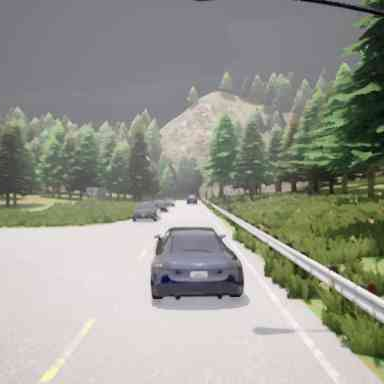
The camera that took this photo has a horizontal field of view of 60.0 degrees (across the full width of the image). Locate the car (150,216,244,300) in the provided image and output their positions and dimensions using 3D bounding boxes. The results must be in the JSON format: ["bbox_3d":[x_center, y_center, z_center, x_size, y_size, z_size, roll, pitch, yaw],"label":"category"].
[{"bbox_3d":[-0.028,1.555,8.453,1.994,1.385,4.181,0,0,-5],"label":"car"}]

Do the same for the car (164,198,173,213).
[{"bbox_3d":[-3.598,1.549,37.312,2.033,1.411,5.357,0,0,0],"label":"car"}]

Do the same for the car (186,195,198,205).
[{"bbox_3d":[-0.003,1.481,59.491,1.882,1.535,5.008,0,0,0],"label":"car"}]

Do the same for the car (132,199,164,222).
[{"bbox_3d":[-3.600,1.506,26.824,1.837,1.490,4.892,0,0,0],"label":"car"}]

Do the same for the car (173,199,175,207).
[{"bbox_3d":[-3.592,1.603,50.413,1.895,1.301,4.718,0,0,0],"label":"car"}]

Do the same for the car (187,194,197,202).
[{"bbox_3d":[-0.004,1.309,69.869,1.882,1.535,5.008,0,0,0],"label":"car"}]
